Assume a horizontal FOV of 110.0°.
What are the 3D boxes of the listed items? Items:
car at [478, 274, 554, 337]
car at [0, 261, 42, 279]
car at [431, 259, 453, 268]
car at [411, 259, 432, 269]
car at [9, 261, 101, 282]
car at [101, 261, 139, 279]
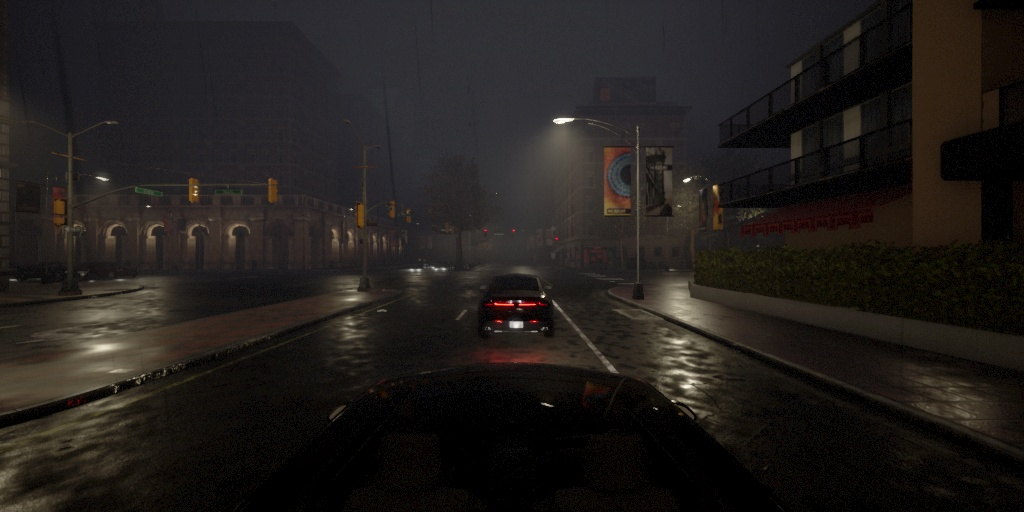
[{"bbox_3d":[0.109,1.255,10.259,1.837,1.490,4.892,0,0,0],"label":"car"},{"bbox_3d":[-46.128,1.228,32.330,5.008,1.535,1.882,0,0,0],"label":"car"},{"bbox_3d":[-11.352,1.314,58.657,1.994,1.385,4.181,0,0,0],"label":"car"},{"bbox_3d":[-14.857,1.241,57.885,2.128,1.511,4.902,0,0,0],"label":"car"},{"bbox_3d":[-36.930,1.241,28.810,4.902,1.511,2.128,0,0,0],"label":"car"},{"bbox_3d":[-36.674,1.228,32.310,5.008,1.535,1.882,0,0,0],"label":"car"}]
